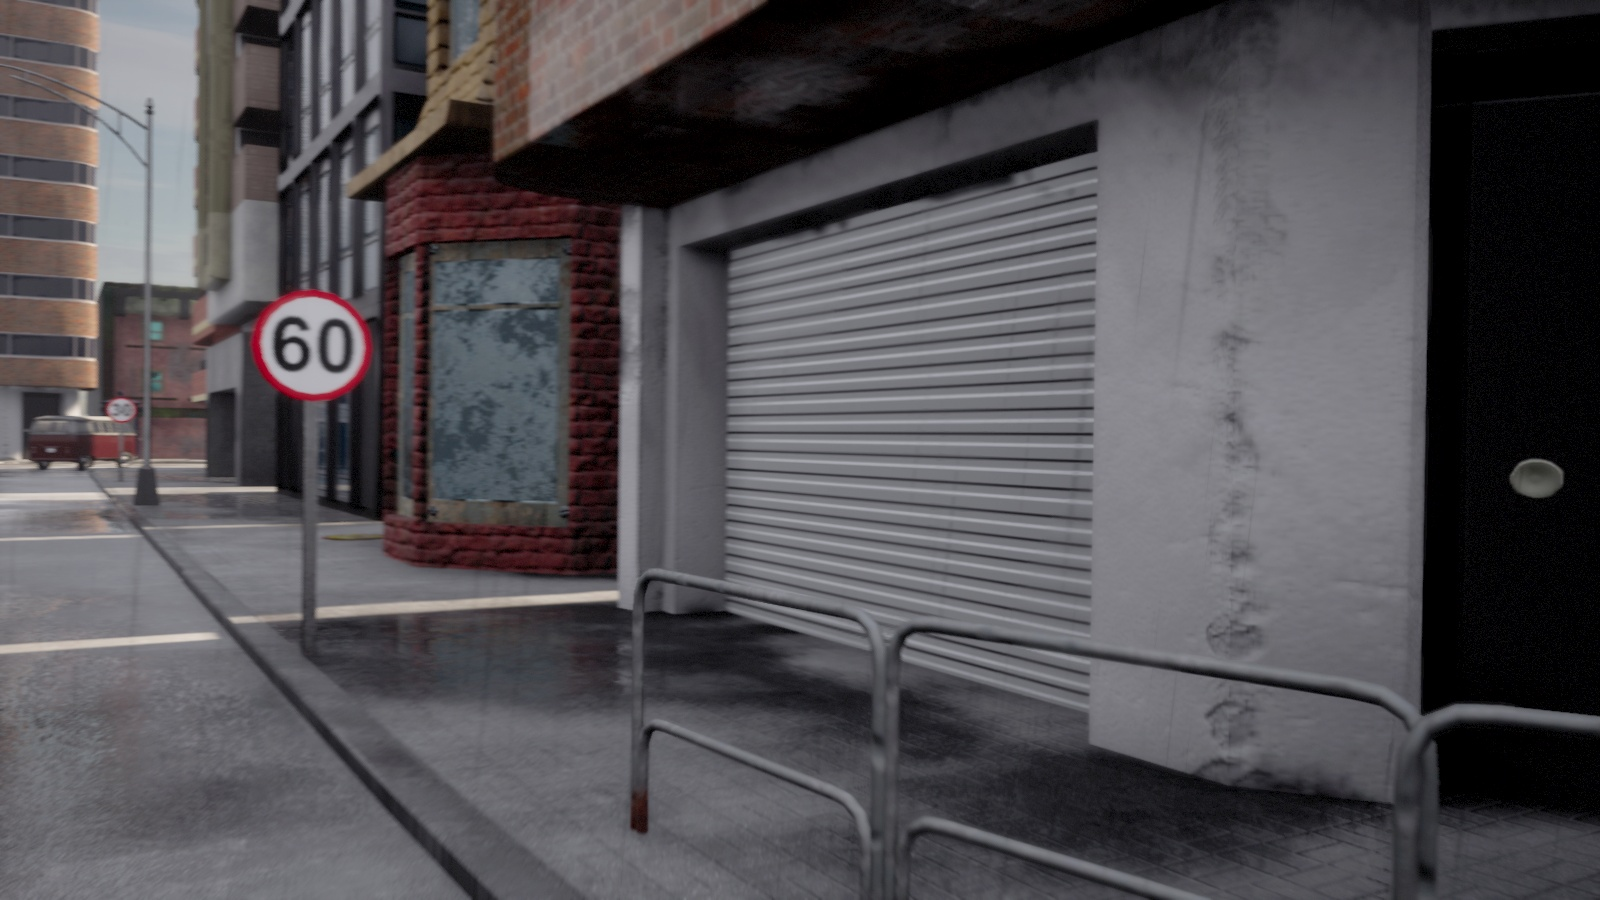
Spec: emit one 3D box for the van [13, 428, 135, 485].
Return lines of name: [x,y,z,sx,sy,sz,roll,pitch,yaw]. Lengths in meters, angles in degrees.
van: [-26.625,0.209,46.247,1.775,1.987,4.442,-1,0,2]
